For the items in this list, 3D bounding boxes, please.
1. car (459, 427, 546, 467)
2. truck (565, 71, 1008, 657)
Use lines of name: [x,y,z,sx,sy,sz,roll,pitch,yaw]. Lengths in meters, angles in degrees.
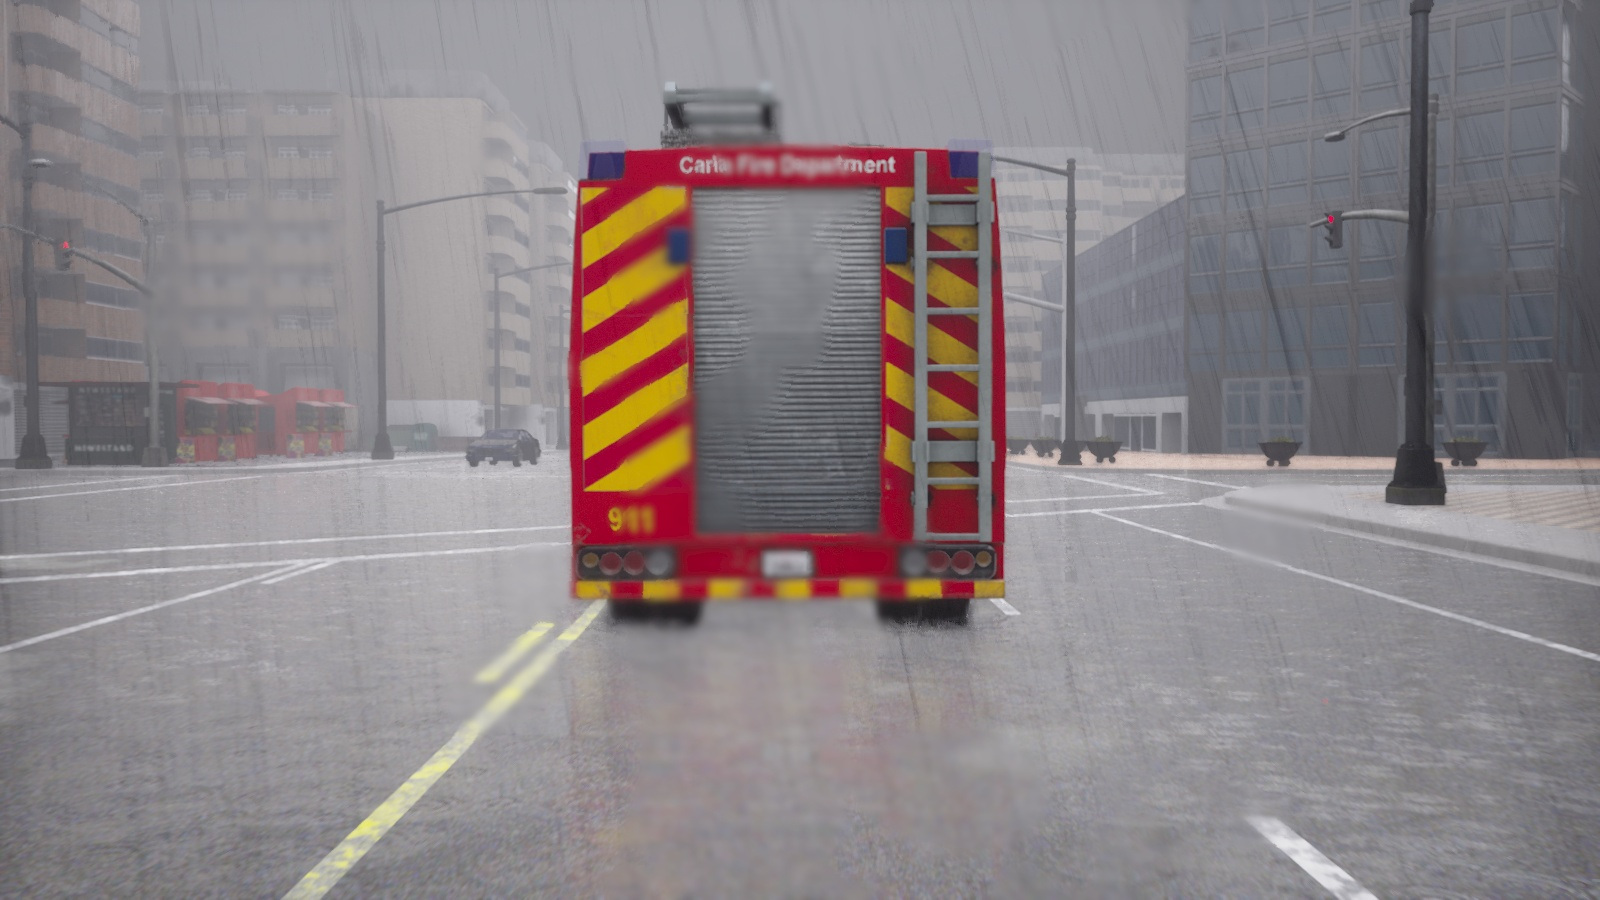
car: [-10.983,-0.136,46.803,2.033,1.411,5.357,0,1,-1]
truck: [-0.092,-0.630,12.451,2.891,3.827,8.468,0,1,0]
